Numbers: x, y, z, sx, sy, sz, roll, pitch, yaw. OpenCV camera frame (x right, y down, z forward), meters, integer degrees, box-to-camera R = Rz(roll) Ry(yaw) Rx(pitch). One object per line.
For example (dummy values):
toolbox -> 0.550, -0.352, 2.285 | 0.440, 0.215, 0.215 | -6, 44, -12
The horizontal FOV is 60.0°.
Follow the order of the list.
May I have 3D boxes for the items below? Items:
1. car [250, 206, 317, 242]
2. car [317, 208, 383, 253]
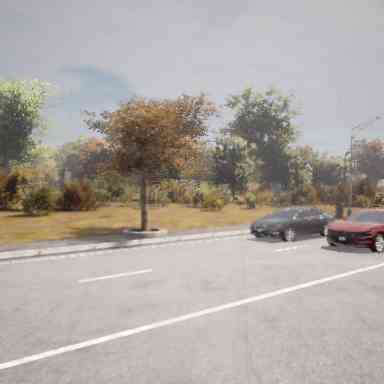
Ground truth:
car -> 4.952, 1.471, 16.114 | 4.892, 1.490, 1.837 | 0, 0, -36
car -> 7.555, 1.441, 13.672 | 5.008, 1.535, 1.882 | 0, 0, -35
